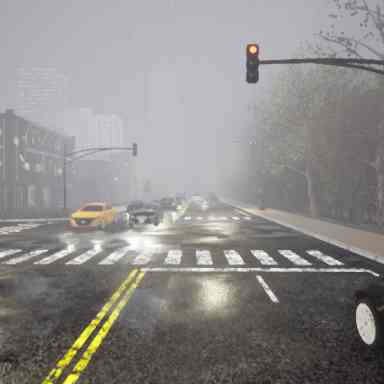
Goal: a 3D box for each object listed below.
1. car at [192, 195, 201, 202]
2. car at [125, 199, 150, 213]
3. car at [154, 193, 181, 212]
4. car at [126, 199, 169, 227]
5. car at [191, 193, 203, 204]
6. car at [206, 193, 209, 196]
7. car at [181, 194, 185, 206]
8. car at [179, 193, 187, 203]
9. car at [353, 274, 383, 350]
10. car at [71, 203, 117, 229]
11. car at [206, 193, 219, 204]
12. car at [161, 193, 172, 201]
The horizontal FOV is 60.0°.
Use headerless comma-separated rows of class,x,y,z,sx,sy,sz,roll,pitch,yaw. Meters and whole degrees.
car,1.124,1.529,76.718,2.033,1.411,5.357,0,0,1
car,-6.053,1.562,37.301,1.994,1.385,4.181,0,0,1
car,-2.783,1.350,38.674,2.097,1.767,4.553,0,0,1
car,-3.020,1.492,22.610,2.128,1.511,4.902,0,0,1
car,1.071,1.214,66.094,2.150,2.045,5.566,0,0,1
car,4.373,1.214,76.594,2.150,2.045,5.566,0,0,1
car,-2.545,1.499,54.282,1.837,1.490,4.892,0,0,1
car,-2.233,1.206,69.357,2.150,2.045,5.566,0,0,1
car,3.393,1.478,3.176,1.882,1.535,5.008,0,0,1
car,-6.283,1.478,21.806,1.882,1.535,5.008,0,0,1
car,4.320,1.497,66.131,1.837,1.490,4.892,0,0,1
car,-5.461,1.084,70.874,1.882,1.535,5.008,0,0,1
